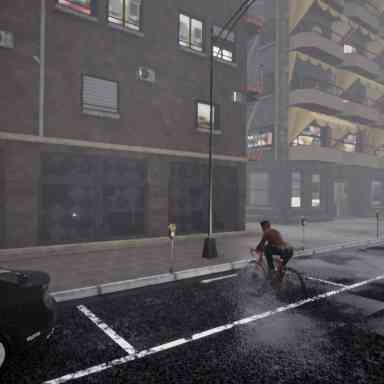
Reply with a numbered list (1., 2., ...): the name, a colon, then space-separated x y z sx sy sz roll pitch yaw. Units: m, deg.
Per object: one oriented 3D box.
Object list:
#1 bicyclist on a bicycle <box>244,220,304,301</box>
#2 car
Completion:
1. bicyclist on a bicycle: 1.732 1.455 7.254 0.582 1.620 1.656 0 -1 -36
2. car: -3.889 1.551 3.730 4.403 1.369 2.008 0 1 -36
